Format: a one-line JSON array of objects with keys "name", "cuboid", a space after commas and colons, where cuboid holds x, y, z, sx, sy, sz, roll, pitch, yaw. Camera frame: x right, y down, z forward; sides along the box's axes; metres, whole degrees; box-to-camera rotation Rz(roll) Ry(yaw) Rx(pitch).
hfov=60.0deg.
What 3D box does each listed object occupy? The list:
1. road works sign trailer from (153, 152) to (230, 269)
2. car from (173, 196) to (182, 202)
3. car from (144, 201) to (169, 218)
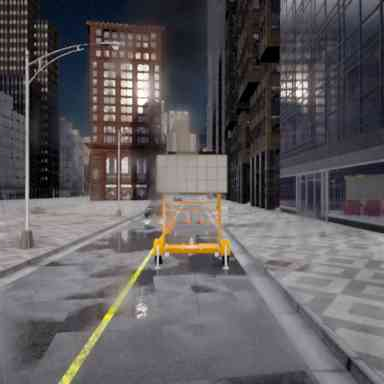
[{"name": "road works sign trailer", "cuboid": [-0.004, 0.463, 11.091, 2.380, 3.560, 2.880, 0, 0, 0]}, {"name": "car", "cuboid": [-3.032, 1.649, 70.444, 2.033, 1.411, 5.357, 0, 0, 0]}, {"name": "car", "cuboid": [-3.115, 1.559, 30.157, 2.033, 1.411, 5.357, 0, 0, 0]}]
